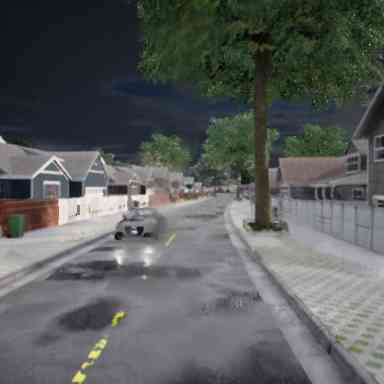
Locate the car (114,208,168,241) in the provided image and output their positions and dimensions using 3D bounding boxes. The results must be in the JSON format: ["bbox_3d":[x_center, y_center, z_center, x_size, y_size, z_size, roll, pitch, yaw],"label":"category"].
[{"bbox_3d":[-2.334,1.499,16.053,1.994,1.385,4.181,0,0,3],"label":"car"}]
